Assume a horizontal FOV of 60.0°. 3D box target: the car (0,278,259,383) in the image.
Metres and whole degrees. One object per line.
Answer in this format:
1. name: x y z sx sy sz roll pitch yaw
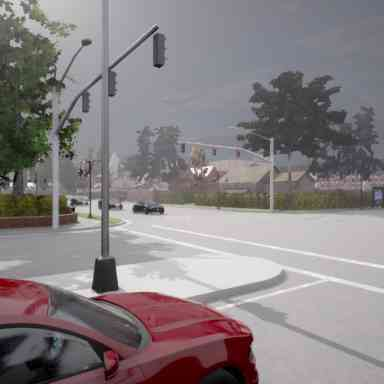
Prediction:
1. car: -1.637 1.478 2.600 5.008 1.535 1.882 0 0 -35

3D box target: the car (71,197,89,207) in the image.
1. car: -17.763 1.493 52.638 2.128 1.511 4.902 0 0 -36

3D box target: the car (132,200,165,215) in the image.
1. car: -4.550 1.564 34.394 1.994 1.385 4.181 0 0 -36

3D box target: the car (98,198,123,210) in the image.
1. car: -10.497 1.491 42.594 2.128 1.511 4.902 0 0 -36
